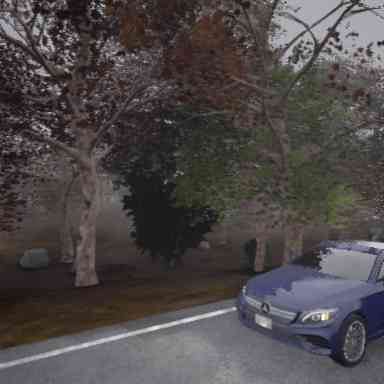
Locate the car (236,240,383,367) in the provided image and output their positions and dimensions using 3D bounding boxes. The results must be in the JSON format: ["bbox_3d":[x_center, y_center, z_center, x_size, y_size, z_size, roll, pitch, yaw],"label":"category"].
[{"bbox_3d":[2.919,1.642,6.033,4.674,1.442,1.812,2,-1,-35],"label":"car"}]
